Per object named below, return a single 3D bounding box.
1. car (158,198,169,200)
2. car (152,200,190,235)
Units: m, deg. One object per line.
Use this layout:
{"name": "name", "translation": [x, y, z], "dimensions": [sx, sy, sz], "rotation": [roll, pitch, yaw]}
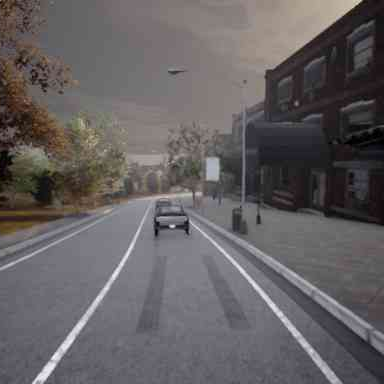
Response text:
{"name": "car", "translation": [-3.323, 1.479, 39.044], "dimensions": [1.837, 1.490, 4.892], "rotation": [-1, 0, -6]}
{"name": "car", "translation": [-1.202, 1.466, 18.745], "dimensions": [2.128, 1.511, 4.902], "rotation": [-1, 0, -6]}
